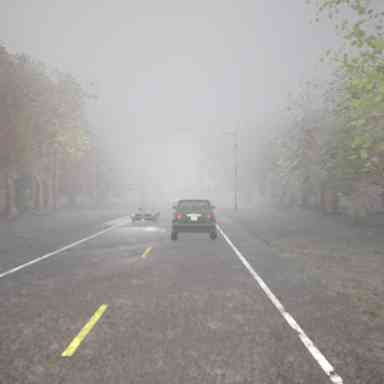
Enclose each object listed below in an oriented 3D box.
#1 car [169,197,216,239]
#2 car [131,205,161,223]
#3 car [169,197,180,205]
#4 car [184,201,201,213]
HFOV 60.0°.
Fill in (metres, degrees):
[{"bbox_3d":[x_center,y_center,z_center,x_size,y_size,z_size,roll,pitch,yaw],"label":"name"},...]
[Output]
[{"bbox_3d":[0.096,1.319,17.990,2.150,2.045,5.566,0,0,0],"label":"car"},{"bbox_3d":[-3.598,1.743,26.541,1.895,1.301,4.718,0,0,0],"label":"car"},{"bbox_3d":[-3.514,1.798,67.114,1.882,1.535,5.008,0,0,0],"label":"car"},{"bbox_3d":[0.090,1.780,40.398,1.994,1.385,4.181,0,0,0],"label":"car"}]
